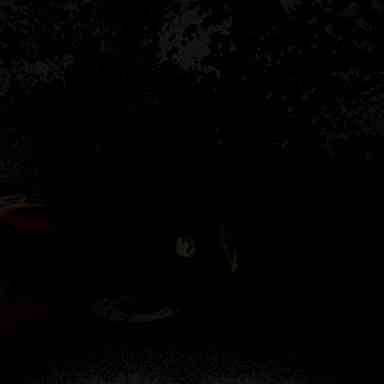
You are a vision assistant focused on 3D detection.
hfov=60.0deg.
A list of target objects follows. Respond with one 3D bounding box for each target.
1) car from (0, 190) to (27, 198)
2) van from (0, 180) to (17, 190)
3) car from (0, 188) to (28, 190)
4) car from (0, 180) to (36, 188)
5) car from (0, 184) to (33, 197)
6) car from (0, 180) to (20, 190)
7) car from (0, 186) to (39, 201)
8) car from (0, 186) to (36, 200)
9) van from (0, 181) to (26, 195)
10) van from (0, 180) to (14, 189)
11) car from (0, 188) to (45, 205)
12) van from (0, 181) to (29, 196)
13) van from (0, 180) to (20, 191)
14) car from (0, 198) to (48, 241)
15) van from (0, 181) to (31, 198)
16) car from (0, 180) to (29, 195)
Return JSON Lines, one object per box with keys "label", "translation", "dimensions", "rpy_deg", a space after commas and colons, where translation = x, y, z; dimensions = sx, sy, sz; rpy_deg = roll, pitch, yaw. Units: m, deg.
{"label": "car", "translation": [-8.418, 1.005, 17.752], "dimensions": [4.553, 1.767, 2.185], "rpy_deg": [1, 2, -31]}
{"label": "van", "translation": [-40.782, -1.603, 72.563], "dimensions": [4.442, 1.987, 1.878], "rpy_deg": [1, 2, -31]}
{"label": "car", "translation": [-12.776, 0.756, 24.682], "dimensions": [5.366, 1.575, 1.946], "rpy_deg": [1, 2, -31]}
{"label": "car", "translation": [-15.403, 0.263, 29.545], "dimensions": [5.566, 2.045, 2.435], "rpy_deg": [1, 2, -31]}
{"label": "car", "translation": [-23.890, -0.172, 43.821], "dimensions": [5.008, 1.535, 2.097], "rpy_deg": [1, 2, -31]}
{"label": "car", "translation": [-39.494, -1.530, 70.106], "dimensions": [5.566, 2.045, 2.435], "rpy_deg": [1, 2, -31]}
{"label": "car", "translation": [-19.706, 0.174, 36.804], "dimensions": [4.792, 1.488, 2.163], "rpy_deg": [1, 2, -31]}
{"label": "car", "translation": [-21.050, 0.067, 39.073], "dimensions": [4.792, 1.488, 2.163], "rpy_deg": [1, 2, -31]}
{"label": "van", "translation": [-26.809, -0.600, 48.517], "dimensions": [4.442, 1.987, 1.878], "rpy_deg": [1, 2, -31]}
{"label": "van", "translation": [-43.808, -1.807, 77.214], "dimensions": [4.442, 1.987, 1.878], "rpy_deg": [1, 1, -31]}
{"label": "car", "translation": [-16.872, 0.419, 31.905], "dimensions": [4.792, 1.488, 2.163], "rpy_deg": [1, 2, -31]}
{"label": "van", "translation": [-25.198, -0.496, 46.254], "dimensions": [4.442, 1.987, 1.878], "rpy_deg": [1, 2, -31]}
{"label": "van", "translation": [-35.138, -1.202, 63.036], "dimensions": [4.442, 1.987, 1.878], "rpy_deg": [1, 2, -31]}
{"label": "car", "translation": [-7.044, 1.253, 15.355], "dimensions": [5.008, 1.535, 2.097], "rpy_deg": [1, 2, -31]}
{"label": "van", "translation": [-22.561, -0.296, 41.363], "dimensions": [4.442, 1.987, 1.878], "rpy_deg": [1, 2, -31]}
{"label": "car", "translation": [-28.143, -0.724, 50.943], "dimensions": [5.566, 2.045, 2.435], "rpy_deg": [1, 2, -31]}
